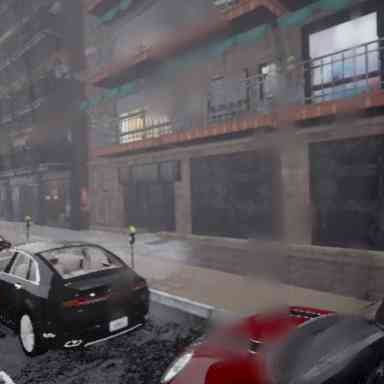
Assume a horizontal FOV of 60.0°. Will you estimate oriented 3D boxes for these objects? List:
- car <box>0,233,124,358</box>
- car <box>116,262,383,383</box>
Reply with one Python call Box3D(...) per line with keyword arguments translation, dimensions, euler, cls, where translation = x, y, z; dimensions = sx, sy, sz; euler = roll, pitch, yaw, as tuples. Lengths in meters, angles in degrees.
Box3D(translation=(-2.576, 1.534, 5.895), dimensions=(4.403, 1.369, 2.008), euler=(-1, 0, 43), cls="car")
Box3D(translation=(1.582, 1.371, 2.041), dimensions=(4.097, 1.590, 1.967), euler=(-1, 0, 43), cls="car")
